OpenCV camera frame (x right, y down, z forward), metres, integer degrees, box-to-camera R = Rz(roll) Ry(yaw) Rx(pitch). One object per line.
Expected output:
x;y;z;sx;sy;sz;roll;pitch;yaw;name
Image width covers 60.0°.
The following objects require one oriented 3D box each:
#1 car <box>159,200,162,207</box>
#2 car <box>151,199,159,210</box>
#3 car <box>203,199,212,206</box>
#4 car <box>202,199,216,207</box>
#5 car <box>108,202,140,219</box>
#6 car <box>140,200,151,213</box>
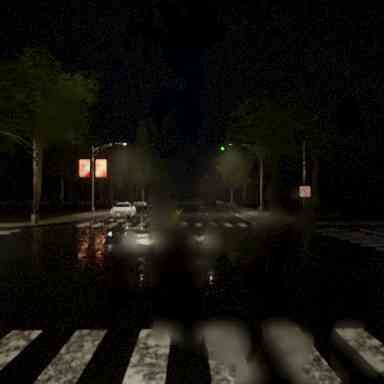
-6.519;2.058;60.767;2.033;1.411;5.357;0;-1;0;car
-6.558;1.921;50.114;1.812;1.442;4.674;0;-1;0;car
3.298;2.158;72.112;1.812;1.442;4.674;0;-1;0;car
3.388;1.998;61.678;1.882;1.535;5.008;0;-1;0;car
-6.570;1.751;32.012;1.812;1.442;4.674;0;0;0;car
-6.562;1.903;41.022;1.895;1.301;4.718;0;-1;0;car
